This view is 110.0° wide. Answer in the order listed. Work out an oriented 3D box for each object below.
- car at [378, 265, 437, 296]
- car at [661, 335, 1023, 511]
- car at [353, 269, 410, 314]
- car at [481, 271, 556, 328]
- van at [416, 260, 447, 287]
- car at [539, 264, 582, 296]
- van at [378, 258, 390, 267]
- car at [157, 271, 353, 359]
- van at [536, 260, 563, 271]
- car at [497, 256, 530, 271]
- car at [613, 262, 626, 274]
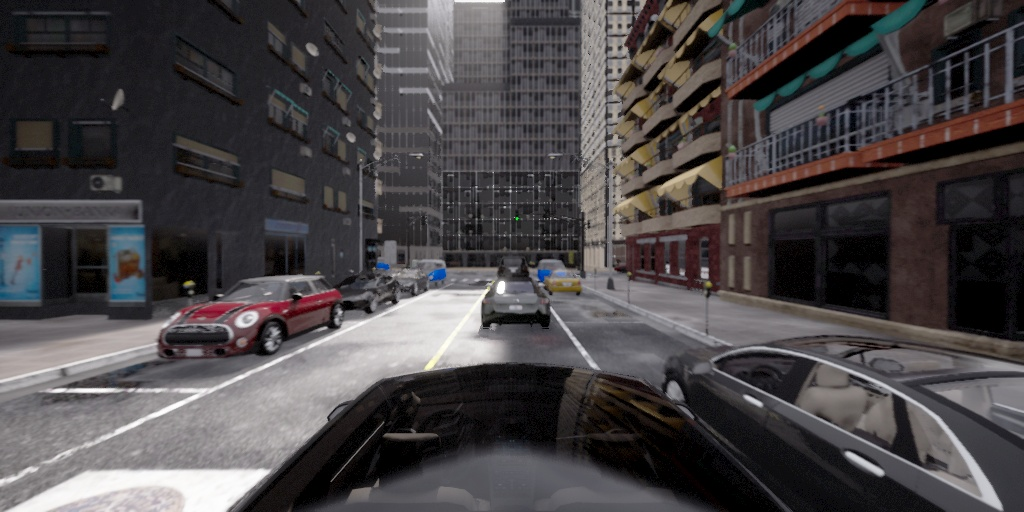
[{"bbox_3d":[-5.691,1.359,19.617,2.007,1.370,4.403,0,0,0],"label":"car"},{"bbox_3d":[2.690,1.304,2.782,2.007,1.370,4.403,0,0,0],"label":"car"},{"bbox_3d":[-5.691,1.356,14.014,1.948,1.339,4.313,0,0,0],"label":"car"},{"bbox_3d":[0.101,1.346,11.505,1.994,1.385,4.181,0,0,0],"label":"car"},{"bbox_3d":[-5.691,1.168,25.218,1.690,1.789,3.998,0,0,0],"label":"van"},{"bbox_3d":[2.690,1.334,19.758,1.751,1.417,4.829,0,0,0],"label":"car"},{"bbox_3d":[-17.155,1.099,44.722,3.998,1.789,1.690,0,0,0],"label":"van"},{"bbox_3d":[-5.691,1.211,8.413,1.967,1.591,4.097,0,0,0],"label":"car"},{"bbox_3d":[2.690,1.168,25.189,1.690,1.789,3.998,0,0,0],"label":"van"},{"bbox_3d":[0.116,1.049,25.487,2.150,2.045,5.566,0,0,1],"label":"car"},{"bbox_3d":[15.233,1.237,44.528,5.009,1.841,2.192,0,0,0],"label":"car"}]
